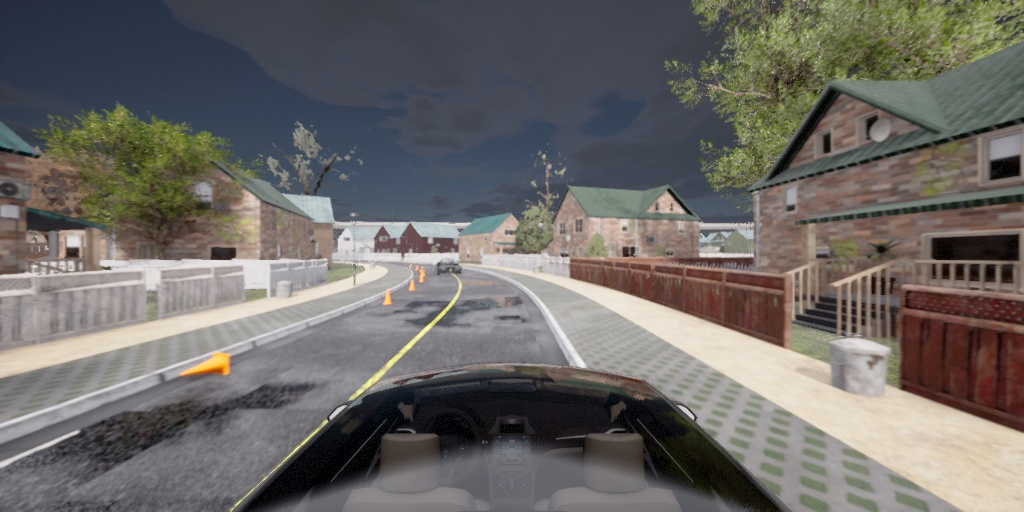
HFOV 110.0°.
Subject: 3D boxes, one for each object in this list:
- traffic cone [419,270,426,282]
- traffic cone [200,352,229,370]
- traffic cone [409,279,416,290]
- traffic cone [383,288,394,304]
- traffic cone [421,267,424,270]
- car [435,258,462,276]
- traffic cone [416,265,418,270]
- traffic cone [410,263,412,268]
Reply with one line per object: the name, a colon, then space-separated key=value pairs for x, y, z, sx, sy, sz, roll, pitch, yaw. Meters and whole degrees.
traffic cone: x=-5.910 y=1.400 z=23.447 sx=0.340 sy=0.580 sz=0.340 roll=0 pitch=0 yaw=-10
traffic cone: x=-4.806 y=1.482 z=5.932 sx=0.340 sy=0.580 sz=0.340 roll=0 pitch=0 yaw=16
traffic cone: x=-5.194 y=1.471 z=18.662 sx=0.340 sy=0.580 sz=0.340 roll=0 pitch=0 yaw=-7
traffic cone: x=-4.789 y=1.541 z=13.840 sx=0.340 sy=0.580 sz=0.340 roll=0 pitch=0 yaw=-3
traffic cone: x=-6.933 y=1.329 z=28.176 sx=0.340 sy=0.580 sz=0.340 roll=0 pitch=0 yaw=-14
car: x=-5.438 y=0.906 z=30.521 sx=1.994 sy=1.385 sz=4.181 roll=0 pitch=1 yaw=-16
traffic cone: x=-9.890 y=1.191 z=37.385 sx=0.340 sy=0.580 sz=0.340 roll=0 pitch=0 yaw=-22
traffic cone: x=-11.811 y=1.123 z=41.826 sx=0.340 sy=0.580 sz=0.340 roll=0 pitch=0 yaw=-25
